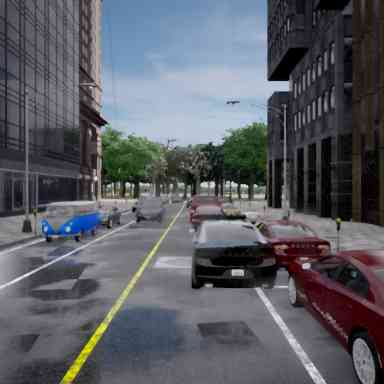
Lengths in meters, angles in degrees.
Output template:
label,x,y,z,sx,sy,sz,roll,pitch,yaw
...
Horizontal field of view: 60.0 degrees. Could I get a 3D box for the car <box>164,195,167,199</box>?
label,x,y,z,sx,sy,sz,roll,pitch,yaw
car,-5.559,1.573,54.012,1.947,1.339,4.313,0,0,0

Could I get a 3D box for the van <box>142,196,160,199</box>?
label,x,y,z,sx,sy,sz,roll,pitch,yaw
van,-5.601,1.344,43.137,1.690,1.788,3.998,0,0,0

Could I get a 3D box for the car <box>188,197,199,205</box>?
label,x,y,z,sx,sy,sz,roll,pitch,yaw
car,0.229,1.574,60.382,1.994,1.385,4.181,0,0,0

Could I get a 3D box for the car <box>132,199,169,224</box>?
label,x,y,z,sx,sy,sz,roll,pitch,yaw
car,-3.008,1.504,25.061,1.837,1.490,4.892,0,0,0

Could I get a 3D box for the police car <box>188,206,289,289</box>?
label,x,y,z,sx,sy,sz,roll,pitch,yaw
police car,0.933,1.425,9.301,1.930,1.638,5.238,0,0,0

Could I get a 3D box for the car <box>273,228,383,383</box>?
label,x,y,z,sx,sy,sz,roll,pitch,yaw
car,2.779,1.544,5.042,1.887,1.381,4.507,0,0,0

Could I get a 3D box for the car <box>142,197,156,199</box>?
label,x,y,z,sx,sy,sz,roll,pitch,yaw
car,-5.622,1.567,37.700,1.947,1.339,4.313,0,0,0

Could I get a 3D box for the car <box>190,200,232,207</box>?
label,x,y,z,sx,sy,sz,roll,pitch,yaw
car,0.971,1.477,19.191,1.882,1.535,5.008,0,0,0

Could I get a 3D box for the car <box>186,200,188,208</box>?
label,x,y,z,sx,sy,sz,roll,pitch,yaw
car,0.194,1.496,47.149,2.128,1.511,4.902,0,0,1

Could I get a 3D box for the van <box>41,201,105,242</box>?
label,x,y,z,sx,sy,sz,roll,pitch,yaw
van,-5.705,1.340,15.950,1.690,1.788,3.998,0,0,0

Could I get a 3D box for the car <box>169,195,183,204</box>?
label,x,y,z,sx,sy,sz,roll,pitch,yaw
car,-2.761,1.576,62.917,1.994,1.385,4.181,0,0,0

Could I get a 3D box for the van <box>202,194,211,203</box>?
label,x,y,z,sx,sy,sz,roll,pitch,yaw
van,3.028,1.357,70.293,1.690,1.788,3.998,0,0,0

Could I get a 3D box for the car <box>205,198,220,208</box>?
label,x,y,z,sx,sy,sz,roll,pitch,yaw
car,2.945,1.549,48.542,1.887,1.381,4.507,0,0,0

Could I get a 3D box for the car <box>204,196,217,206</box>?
label,x,y,z,sx,sy,sz,roll,pitch,yaw
car,2.966,1.447,53.980,1.967,1.590,4.097,0,0,0

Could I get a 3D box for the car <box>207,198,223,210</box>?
label,x,y,z,sx,sy,sz,roll,pitch,yaw
car,2.925,1.528,43.275,1.752,1.417,4.829,0,0,0

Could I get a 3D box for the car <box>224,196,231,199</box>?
label,x,y,z,sx,sy,sz,roll,pitch,yaw
car,2.882,1.315,32.230,2.192,1.841,5.009,0,0,0

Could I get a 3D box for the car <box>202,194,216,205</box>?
label,x,y,z,sx,sy,sz,roll,pitch,yaw
car,2.986,1.325,59.418,2.192,1.841,5.009,0,0,0

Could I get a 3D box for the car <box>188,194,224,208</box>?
label,x,y,z,sx,sy,sz,roll,pitch,yaw
car,0.958,1.222,25.219,2.150,2.045,5.566,0,0,0

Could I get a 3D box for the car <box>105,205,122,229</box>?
label,x,y,z,sx,sy,sz,roll,pitch,yaw
car,-5.684,1.550,21.387,2.008,1.369,4.403,0,0,0

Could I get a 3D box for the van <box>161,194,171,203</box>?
label,x,y,z,sx,sy,sz,roll,pitch,yaw
van,-5.497,1.357,70.325,1.690,1.788,3.998,0,0,0

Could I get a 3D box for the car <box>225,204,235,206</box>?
label,x,y,z,sx,sy,sz,roll,pitch,yaw
car,2.821,1.524,16.087,1.752,1.417,4.829,0,0,0

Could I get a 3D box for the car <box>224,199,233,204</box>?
label,x,y,z,sx,sy,sz,roll,pitch,yaw
car,2.863,1.525,26.962,1.752,1.417,4.829,0,0,0

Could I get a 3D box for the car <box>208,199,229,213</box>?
label,x,y,z,sx,sy,sz,roll,pitch,yaw
car,2.904,1.552,37.667,2.008,1.369,4.403,0,0,0

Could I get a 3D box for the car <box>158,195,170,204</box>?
label,x,y,z,sx,sy,sz,roll,pitch,yaw
car,-5.518,1.453,64.887,1.967,1.590,4.097,0,0,0

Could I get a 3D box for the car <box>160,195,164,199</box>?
label,x,y,z,sx,sy,sz,roll,pitch,yaw
car,-5.581,1.530,48.405,1.752,1.417,4.829,0,0,0

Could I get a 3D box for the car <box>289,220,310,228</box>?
label,x,y,z,sx,sy,sz,roll,pitch,yaw
car,2.800,1.544,10.480,1.887,1.381,4.507,0,0,0

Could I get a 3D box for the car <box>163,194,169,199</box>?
label,x,y,z,sx,sy,sz,roll,pitch,yaw
car,-5.539,1.535,59.280,1.752,1.417,4.829,0,0,0
